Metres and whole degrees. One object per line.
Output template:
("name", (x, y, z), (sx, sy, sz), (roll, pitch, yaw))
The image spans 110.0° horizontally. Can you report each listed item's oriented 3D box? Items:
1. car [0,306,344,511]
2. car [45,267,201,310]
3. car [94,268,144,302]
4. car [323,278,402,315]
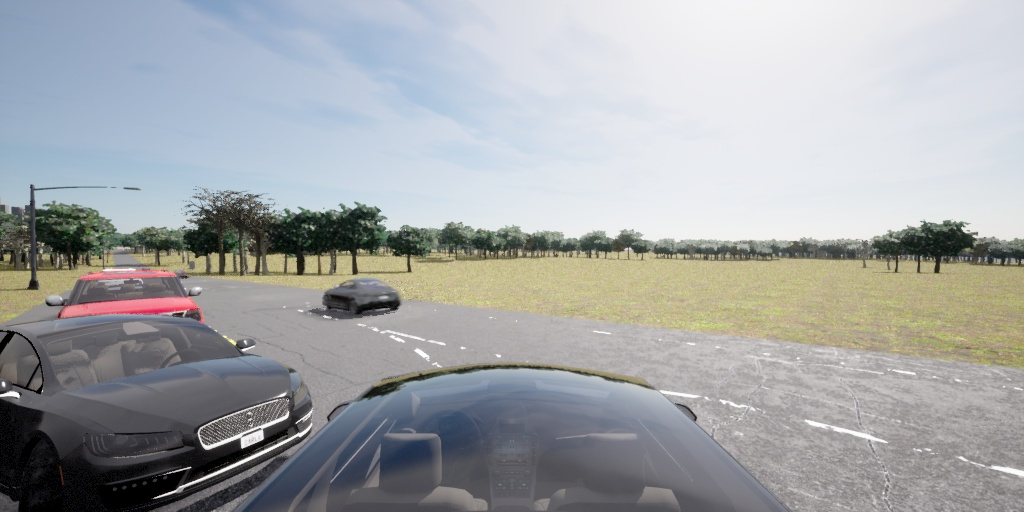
("car", (-4.488, 1.445, 4.028), (4.892, 1.490, 1.837), (-3, -3, 22))
("car", (-9.310, 1.386, 8.766), (5.566, 2.045, 2.150), (-2, 0, 42))
("car", (-27.584, 1.891, 25.203), (5.566, 2.045, 2.150), (-2, 0, 42))
("car", (-6.679, 1.688, 15.820), (4.181, 1.385, 1.994), (-2, 0, 42))
